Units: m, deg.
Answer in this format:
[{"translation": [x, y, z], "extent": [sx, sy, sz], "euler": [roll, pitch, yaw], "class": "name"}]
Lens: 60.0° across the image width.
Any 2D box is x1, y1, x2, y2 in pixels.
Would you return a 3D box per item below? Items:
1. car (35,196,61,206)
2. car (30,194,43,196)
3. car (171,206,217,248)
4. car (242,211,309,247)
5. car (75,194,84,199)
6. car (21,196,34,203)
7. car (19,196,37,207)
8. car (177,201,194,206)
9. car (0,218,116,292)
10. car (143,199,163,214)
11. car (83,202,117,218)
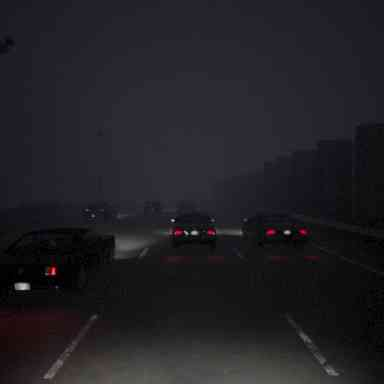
[{"translation": [-18.830, 1.586, 44.370], "extent": [1.812, 1.442, 4.674], "euler": [0, 0, -5], "class": "car"}, {"translation": [-29.103, 1.308, 61.956], "extent": [2.150, 2.045, 5.566], "euler": [0, 0, -13], "class": "car"}, {"translation": [0.041, 1.569, 14.839], "extent": [2.033, 1.411, 5.357], "euler": [0, 0, -1], "class": "car"}, {"translation": [3.541, 1.570, 15.023], "extent": [2.033, 1.411, 5.357], "euler": [0, 0, -1], "class": "car"}, {"translation": [-28.490, 1.151, 84.558], "extent": [2.097, 1.767, 4.553], "euler": [0, 0, -19], "class": "car"}, {"translation": [-35.043, 1.581, 70.876], "extent": [1.812, 1.442, 4.674], "euler": [0, 0, -16], "class": "car"}, {"translation": [-23.051, 1.664, 47.721], "extent": [1.895, 1.301, 4.718], "euler": [0, 0, -7], "class": "car"}, {"translation": [-0.795, 1.655, 38.067], "extent": [1.895, 1.301, 4.718], "euler": [0, 0, -4], "class": "car"}, {"translation": [-3.412, 1.613, 8.907], "extent": [1.895, 1.301, 4.718], "euler": [0, 0, 0], "class": "car"}, {"translation": [-4.183, 1.543, 35.905], "extent": [2.128, 1.511, 4.902], "euler": [0, 0, -4], "class": "car"}, {"translation": [-7.271, 1.529, 26.601], "extent": [2.128, 1.511, 4.902], "euler": [0, 0, -2], "class": "car"}]
